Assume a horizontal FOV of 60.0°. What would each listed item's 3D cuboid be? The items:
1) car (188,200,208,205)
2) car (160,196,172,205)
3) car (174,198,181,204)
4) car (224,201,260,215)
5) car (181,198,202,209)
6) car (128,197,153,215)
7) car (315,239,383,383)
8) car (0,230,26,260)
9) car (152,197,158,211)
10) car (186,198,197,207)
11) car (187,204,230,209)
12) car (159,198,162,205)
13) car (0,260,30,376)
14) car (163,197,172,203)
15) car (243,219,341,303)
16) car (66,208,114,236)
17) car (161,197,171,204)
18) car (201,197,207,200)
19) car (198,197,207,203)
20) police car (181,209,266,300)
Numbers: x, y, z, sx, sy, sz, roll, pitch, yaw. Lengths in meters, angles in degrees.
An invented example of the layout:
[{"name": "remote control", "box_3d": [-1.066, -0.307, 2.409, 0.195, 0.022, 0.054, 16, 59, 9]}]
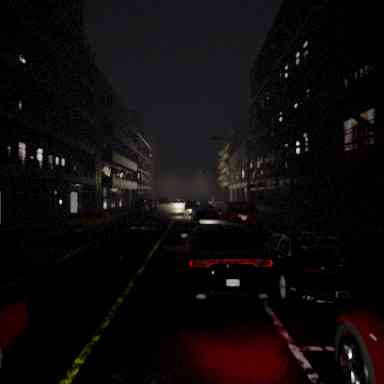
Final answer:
[{"name": "car", "box_3d": [0.850, 1.620, 24.589, 1.882, 1.535, 5.008, 0, 0, 0]}, {"name": "car", "box_3d": [-5.831, 1.707, 70.084, 2.192, 1.841, 5.009, 0, 0, 0]}, {"name": "car", "box_3d": [-3.156, 1.974, 76.593, 2.033, 1.411, 5.357, 0, 0, 0]}, {"name": "car", "box_3d": [2.653, 1.427, 19.370, 2.192, 1.841, 5.009, 0, 0, 0]}, {"name": "car", "box_3d": [-0.085, 1.802, 44.871, 2.033, 1.411, 5.357, 0, 0, 0]}, {"name": "car", "box_3d": [-5.763, 1.647, 36.266, 1.967, 1.590, 4.097, 0, 0, 0]}, {"name": "car", "box_3d": [2.686, 1.455, 2.461, 1.967, 1.590, 4.097, 0, 0, 0]}, {"name": "car", "box_3d": [-5.706, 1.614, 8.082, 1.947, 1.339, 4.313, 0, 0, 0]}, {"name": "car", "box_3d": [-5.774, 1.553, 41.903, 2.192, 1.841, 5.009, 0, 0, 0]}, {"name": "car", "box_3d": [-0.120, 1.858, 59.134, 1.812, 1.442, 4.674, 0, 0, 0]}, {"name": "car", "box_3d": [0.796, 1.634, 18.584, 1.812, 1.442, 4.674, 0, 0, 0]}, {"name": "car", "box_3d": [-5.787, 1.851, 47.537, 1.802, 1.307, 4.206, 0, 0, 0]}, {"name": "car", "box_3d": [-3.105, 1.615, 2.249, 1.895, 1.301, 4.718, 0, 0, 0]}, {"name": "car", "box_3d": [-5.854, 1.997, 81.355, 1.887, 1.381, 4.507, 0, 0, 0]}, {"name": "car", "box_3d": [2.675, 1.599, 8.096, 2.008, 1.369, 4.403, 0, 0, 0]}, {"name": "car", "box_3d": [-5.728, 1.637, 19.185, 1.752, 1.417, 4.829, 0, 0, 0]}, {"name": "car", "box_3d": [-5.843, 1.863, 75.719, 1.967, 1.590, 4.097, 0, 0, 0]}, {"name": "car", "box_3d": [2.548, 1.918, 70.266, 1.752, 1.417, 4.829, 0, 0, 0]}, {"name": "car", "box_3d": [2.526, 1.997, 81.368, 1.887, 1.381, 4.507, 0, 0, 0]}, {"name": "police car", "box_3d": [0.737, 1.477, 8.696, 1.930, 1.638, 5.238, 0, 0, 0]}]
